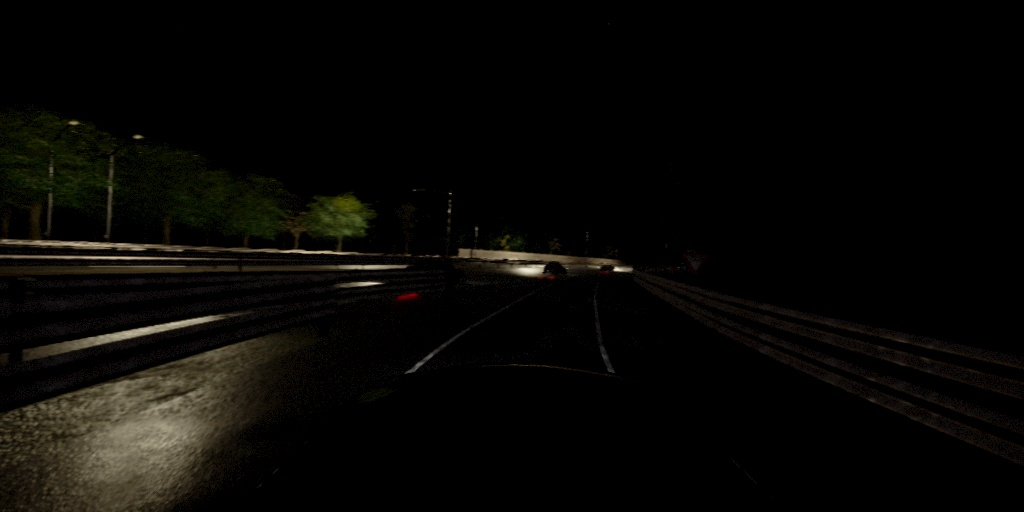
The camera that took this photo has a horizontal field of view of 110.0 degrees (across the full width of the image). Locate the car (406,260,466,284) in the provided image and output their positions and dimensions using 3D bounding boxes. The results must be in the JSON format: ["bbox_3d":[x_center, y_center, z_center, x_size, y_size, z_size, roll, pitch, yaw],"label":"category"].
[{"bbox_3d":[-4.811,1.049,23.103,1.837,1.490,4.892,3,0,26],"label":"car"}]

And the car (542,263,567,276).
[{"bbox_3d":[5.186,1.571,43.516,1.812,1.442,4.674,3,0,27],"label":"car"}]
